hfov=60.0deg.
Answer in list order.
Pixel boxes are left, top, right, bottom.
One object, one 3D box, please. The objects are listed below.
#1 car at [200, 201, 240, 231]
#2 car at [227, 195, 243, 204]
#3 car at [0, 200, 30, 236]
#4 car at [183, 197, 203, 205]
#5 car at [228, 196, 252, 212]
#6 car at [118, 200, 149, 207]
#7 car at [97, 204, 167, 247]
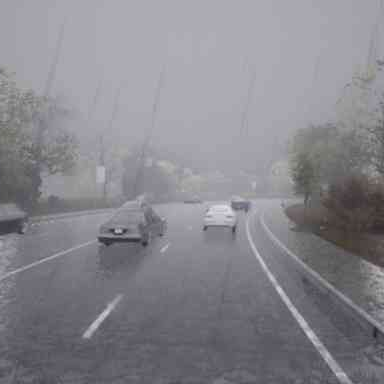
[{"bbox_3d":[1.810,1.492,20.378,1.812,1.442,4.674,0,0,9],"label":"car"},{"bbox_3d":[8.494,1.441,65.239,1.812,1.442,4.674,0,0,26],"label":"car"},{"bbox_3d":[-9.598,1.289,15.327,2.097,1.767,4.553,0,0,6],"label":"car"},{"bbox_3d":[0.179,1.477,55.083,1.895,1.301,4.718,0,0,22],"label":"car"},{"bbox_3d":[5.691,1.423,38.093,1.882,1.535,5.008,0,0,16],"label":"car"},{"bbox_3d":[-4.493,1.434,26.201,1.837,1.490,4.892,0,0,11],"label":"car"},{"bbox_3d":[-2.465,1.510,14.949,2.033,1.411,5.357,0,0,7],"label":"car"}]
